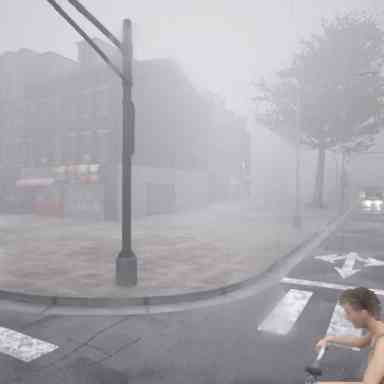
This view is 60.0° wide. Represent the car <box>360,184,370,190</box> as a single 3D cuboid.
[{"bbox_3d":[42.135,-1.283,81.091,1.887,1.381,4.507,2,3,30],"label":"car"}]

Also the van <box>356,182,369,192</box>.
[{"bbox_3d":[32.830,-0.964,64.659,1.690,1.788,3.998,2,3,30],"label":"van"}]

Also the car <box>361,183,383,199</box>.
[{"bbox_3d":[23.430,-0.011,42.839,2.128,1.511,4.902,0,3,30],"label":"car"}]

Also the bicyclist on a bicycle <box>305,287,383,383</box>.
[{"bbox_3d":[1.088,1.449,2.276,1.509,1.612,0.866,-2,-1,29],"label":"bicyclist on a bicycle"}]
